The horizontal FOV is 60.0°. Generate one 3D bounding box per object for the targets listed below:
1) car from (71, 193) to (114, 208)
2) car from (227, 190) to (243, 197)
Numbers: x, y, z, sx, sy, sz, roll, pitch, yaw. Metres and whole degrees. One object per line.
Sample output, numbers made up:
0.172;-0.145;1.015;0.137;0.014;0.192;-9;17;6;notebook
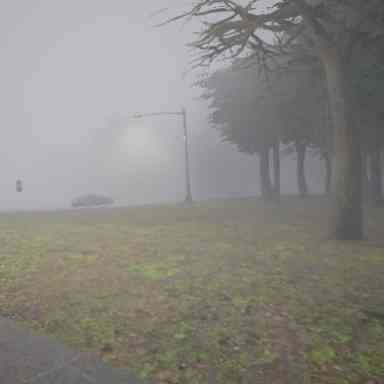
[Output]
-9.702;0.819;32.665;1.994;1.385;4.181;-4;-1;34;car
9.432;0.227;72.980;1.882;1.535;5.008;-4;-1;34;car
